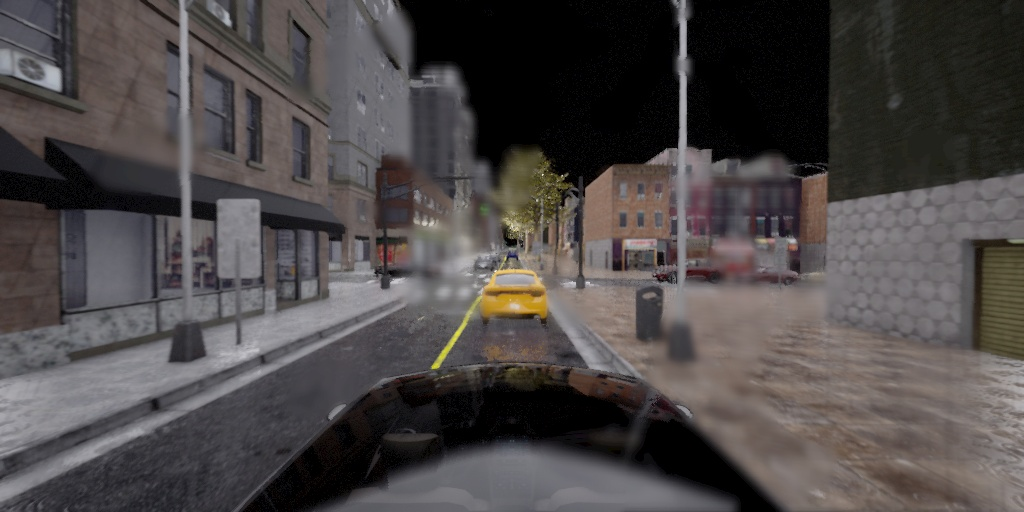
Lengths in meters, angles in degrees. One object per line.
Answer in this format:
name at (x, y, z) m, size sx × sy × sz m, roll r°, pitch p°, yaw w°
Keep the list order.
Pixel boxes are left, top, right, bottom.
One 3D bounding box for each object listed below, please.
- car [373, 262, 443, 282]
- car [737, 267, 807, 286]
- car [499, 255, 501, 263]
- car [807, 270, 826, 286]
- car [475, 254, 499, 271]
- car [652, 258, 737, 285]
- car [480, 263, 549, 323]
car at (-7.395, 1.049, 25.493) m, size 4.718 × 1.301 × 1.895 m, roll 1°, pitch 1°, yaw 18°
car at (18.105, 1.399, 25.634) m, size 4.207 × 1.307 × 1.802 m, roll 0°, pitch 0°, yaw 0°
car at (-2.844, 0.625, 48.052) m, size 1.895 × 1.301 × 4.718 m, roll 0°, pitch 1°, yaw 0°
car at (23.338, 1.419, 25.643) m, size 4.829 × 1.417 × 1.751 m, roll 0°, pitch 0°, yaw 0°
car at (-2.839, 0.761, 38.211) m, size 2.128 × 1.511 × 4.902 m, roll 0°, pitch 1°, yaw 1°
car at (12.703, 1.055, 25.625) m, size 5.009 × 1.841 × 2.192 m, roll 0°, pitch 0°, yaw 0°
car at (0.098, 1.181, 11.977) m, size 1.882 × 1.535 × 5.008 m, roll 0°, pitch 0°, yaw 0°
